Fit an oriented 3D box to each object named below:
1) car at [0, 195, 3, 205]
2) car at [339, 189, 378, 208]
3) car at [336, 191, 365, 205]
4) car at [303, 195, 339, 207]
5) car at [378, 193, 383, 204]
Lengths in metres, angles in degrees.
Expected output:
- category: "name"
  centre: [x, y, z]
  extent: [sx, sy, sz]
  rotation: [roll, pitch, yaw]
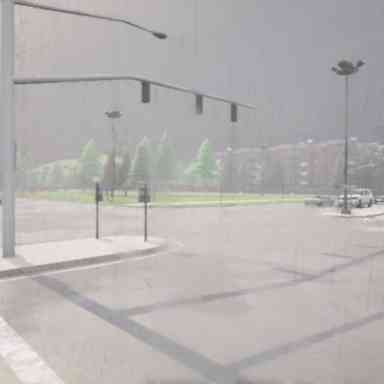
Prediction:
- category: "car"
  centre: [-24.085, 0.766, 40.004]
  extent: [2.128, 1.511, 4.902]
  rotation: [-1, 1, -44]
- category: "car"
  centre: [18.825, 0.700, 38.126]
  extent: [5.566, 2.045, 2.150]
  rotation: [-1, 1, -43]
- category: "car"
  centre: [21.843, 0.725, 45.702]
  extent: [4.553, 1.767, 2.097]
  rotation: [-1, 1, -43]
- category: "car"
  centre: [15.164, 1.043, 39.506]
  extent: [4.718, 1.301, 1.895]
  rotation: [-1, 1, -43]
- category: "car"
  centre: [26.170, 0.895, 44.933]
  extent: [4.902, 1.511, 2.128]
  rotation: [-1, 1, -43]
